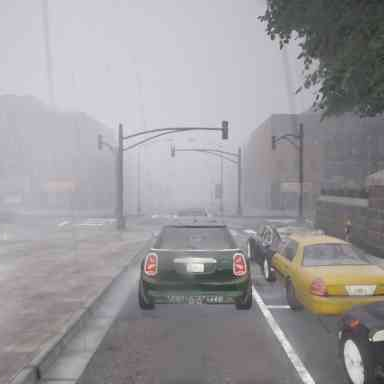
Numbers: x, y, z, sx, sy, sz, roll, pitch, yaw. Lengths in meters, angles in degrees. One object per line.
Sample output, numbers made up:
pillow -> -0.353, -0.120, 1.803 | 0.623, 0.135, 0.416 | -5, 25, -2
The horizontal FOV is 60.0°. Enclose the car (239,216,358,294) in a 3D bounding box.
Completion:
car -> 2.664, 1.548, 9.571 | 2.008, 1.369, 4.403 | -1, 0, 0

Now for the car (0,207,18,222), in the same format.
car -> -14.727, 1.426, 23.071 | 4.892, 1.490, 1.837 | 1, 1, 0

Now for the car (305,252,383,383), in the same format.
car -> 2.625, 1.550, 2.435 | 2.008, 1.369, 4.403 | -1, 0, 0

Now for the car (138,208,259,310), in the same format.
car -> 0.076, 1.350, 7.978 | 2.097, 1.767, 4.553 | 0, 0, 0

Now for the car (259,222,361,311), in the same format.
car -> 2.685, 1.523, 7.597 | 1.752, 1.417, 4.829 | -1, 0, 0

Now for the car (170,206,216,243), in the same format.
car -> 0.035, 1.555, 17.412 | 2.033, 1.411, 5.357 | 0, 0, 0
